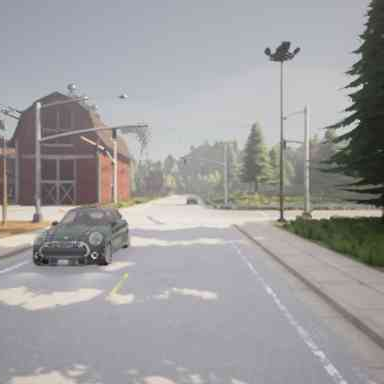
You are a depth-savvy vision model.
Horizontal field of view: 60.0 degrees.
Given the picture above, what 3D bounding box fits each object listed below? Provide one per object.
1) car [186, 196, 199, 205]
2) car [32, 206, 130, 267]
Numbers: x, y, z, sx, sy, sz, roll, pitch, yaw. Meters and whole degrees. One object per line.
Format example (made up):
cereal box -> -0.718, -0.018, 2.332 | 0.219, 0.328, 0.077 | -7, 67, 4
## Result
car -> 0.011, 1.399, 54.071 | 1.812, 1.442, 4.674 | 0, 0, 0
car -> -3.519, 1.324, 11.376 | 2.097, 1.767, 4.553 | 0, 0, 1
